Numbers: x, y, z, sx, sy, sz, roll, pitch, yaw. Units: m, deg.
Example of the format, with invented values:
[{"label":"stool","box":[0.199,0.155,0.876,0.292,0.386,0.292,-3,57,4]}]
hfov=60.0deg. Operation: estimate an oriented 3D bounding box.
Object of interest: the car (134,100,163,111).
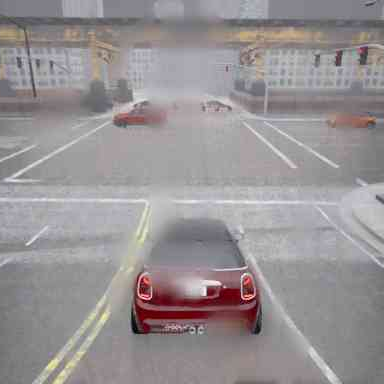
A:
[{"label":"car","box":[-6.507,-12.836,49.164,4.536,1.218,1.853,18,26,42]}]

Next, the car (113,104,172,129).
[{"label":"car","box":[-5.236,-7.657,34.129,5.566,2.045,2.150,0,19,1]}]

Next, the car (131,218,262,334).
[{"label":"car","box":[0.079,1.344,7.142,2.097,1.767,4.553,0,5,0]}]

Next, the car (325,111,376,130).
[{"label":"car","box":[16.073,-7.374,33.736,4.553,1.767,2.097,0,19,1]}]

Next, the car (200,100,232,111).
[{"label":"car","box":[3.520,-12.865,49.733,4.974,1.542,2.038,11,22,28]}]

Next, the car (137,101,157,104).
[{"label":"car","box":[-6.470,-12.675,49.181,4.974,1.542,2.038,18,26,42]}]

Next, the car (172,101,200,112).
[{"label":"car","box":[-1.863,-12.644,49.098,4.974,1.542,2.038,-13,23,-33]}]

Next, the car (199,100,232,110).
[{"label":"car","box":[3.475,-13.022,49.705,4.536,1.218,1.853,11,22,28]}]

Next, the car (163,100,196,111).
[{"label":"car","box":[-1.821,-12.803,49.074,4.536,1.218,1.853,-13,23,-33]}]
